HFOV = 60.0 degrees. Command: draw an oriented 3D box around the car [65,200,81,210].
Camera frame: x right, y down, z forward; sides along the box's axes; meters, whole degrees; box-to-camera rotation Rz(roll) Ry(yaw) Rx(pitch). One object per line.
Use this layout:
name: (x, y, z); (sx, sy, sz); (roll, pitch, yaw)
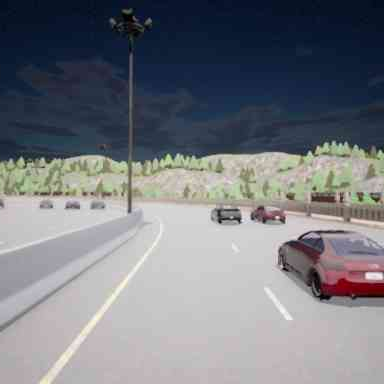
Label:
car: (-16.970, 1.842, 47.385); (1.994, 1.385, 4.181); (1, 0, -22)

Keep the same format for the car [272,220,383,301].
car: (3.638, 1.658, 8.632); (1.994, 1.385, 4.181); (0, 0, 0)

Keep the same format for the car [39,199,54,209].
car: (-21.708, 1.793, 49.692); (1.812, 1.442, 4.674); (1, -1, -24)

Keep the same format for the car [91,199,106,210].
car: (-13.926, 1.838, 49.240); (1.812, 1.442, 4.674); (1, -1, -22)

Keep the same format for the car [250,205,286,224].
car: (6.193, 1.788, 27.397); (1.812, 1.442, 4.674); (0, 0, -7)

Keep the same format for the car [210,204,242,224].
car: (2.690, 1.729, 27.155); (2.128, 1.511, 4.902); (0, 0, -7)
